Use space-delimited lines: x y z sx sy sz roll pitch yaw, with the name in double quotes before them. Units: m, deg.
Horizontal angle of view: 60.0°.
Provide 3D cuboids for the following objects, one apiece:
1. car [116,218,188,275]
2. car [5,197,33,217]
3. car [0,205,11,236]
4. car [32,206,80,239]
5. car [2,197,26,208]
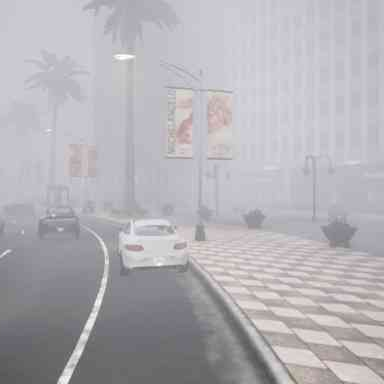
"car" -1.355 1.525 10.430 1.812 1.442 4.674 0 0 -14
"car" -16.591 1.465 31.816 1.882 1.535 5.008 0 0 -38
"car" -9.873 1.540 15.308 2.033 1.411 5.357 0 0 -23
"car" -7.051 1.488 17.494 2.128 1.511 4.902 0 0 -25
"car" -25.899 1.461 48.418 2.231 1.521 4.892 0 0 -39
